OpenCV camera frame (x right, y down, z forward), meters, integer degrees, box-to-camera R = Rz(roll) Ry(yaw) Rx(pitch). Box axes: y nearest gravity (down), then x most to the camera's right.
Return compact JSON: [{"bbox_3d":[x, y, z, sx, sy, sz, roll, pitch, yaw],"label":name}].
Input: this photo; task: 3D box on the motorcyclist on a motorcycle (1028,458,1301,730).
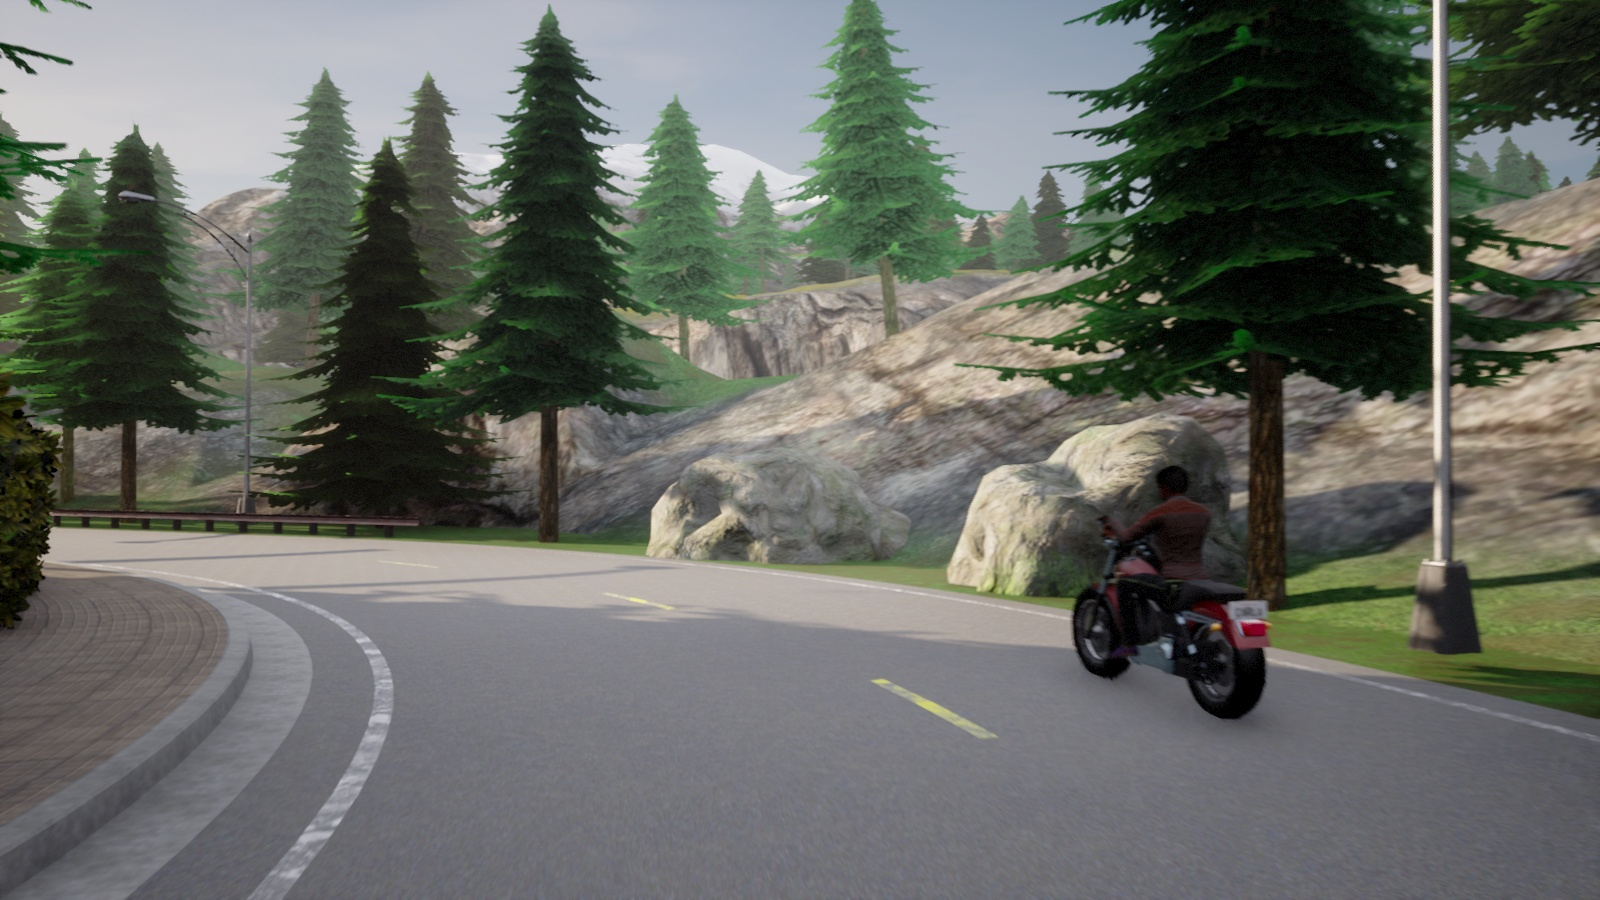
[{"bbox_3d":[2.470,0.902,8.901,0.766,1.649,2.350,0,-1,-14],"label":"motorcyclist on a motorcycle"}]
